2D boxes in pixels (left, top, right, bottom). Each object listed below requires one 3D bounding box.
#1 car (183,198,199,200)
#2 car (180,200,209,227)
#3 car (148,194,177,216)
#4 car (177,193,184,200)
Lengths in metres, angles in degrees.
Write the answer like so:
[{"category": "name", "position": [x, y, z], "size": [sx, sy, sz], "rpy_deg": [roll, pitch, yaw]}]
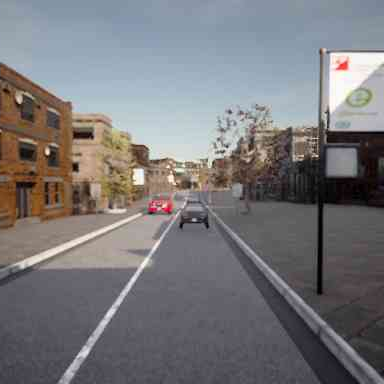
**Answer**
[{"category": "car", "position": [0.195, 1.460, 42.207], "size": [1.882, 1.535, 5.008], "rpy_deg": [0, 0, 0]}, {"category": "car", "position": [0.140, 1.516, 22.413], "size": [1.812, 1.442, 4.674], "rpy_deg": [0, 0, 0]}, {"category": "car", "position": [-3.025, 1.206, 33.247], "size": [2.150, 2.045, 5.566], "rpy_deg": [0, 0, 0]}, {"category": "car", "position": [-2.816, 0.950, 73.911], "size": [1.994, 1.385, 4.181], "rpy_deg": [0, 2, 0]}]
